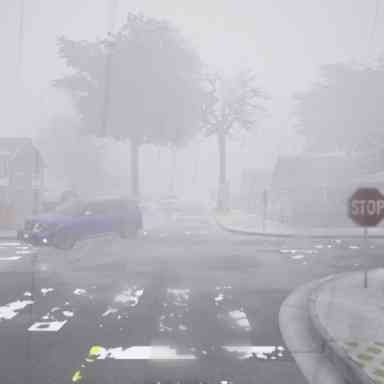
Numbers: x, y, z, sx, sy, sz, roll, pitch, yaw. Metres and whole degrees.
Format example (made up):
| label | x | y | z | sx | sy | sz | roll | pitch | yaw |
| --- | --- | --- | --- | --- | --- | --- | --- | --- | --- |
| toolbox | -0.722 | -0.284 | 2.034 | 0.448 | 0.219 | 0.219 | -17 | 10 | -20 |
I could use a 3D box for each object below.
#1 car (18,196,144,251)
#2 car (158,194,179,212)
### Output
| label | x | y | z | sx | sy | sz | roll | pitch | yaw |
| --- | --- | --- | --- | --- | --- | --- | --- | --- | --- |
| car | -4.592 | 1.263 | 14.771 | 2.150 | 2.045 | 5.566 | 4 | 3 | 37 |
| car | -2.727 | 1.243 | 39.609 | 2.150 | 2.045 | 5.566 | 0 | 0 | 0 |
